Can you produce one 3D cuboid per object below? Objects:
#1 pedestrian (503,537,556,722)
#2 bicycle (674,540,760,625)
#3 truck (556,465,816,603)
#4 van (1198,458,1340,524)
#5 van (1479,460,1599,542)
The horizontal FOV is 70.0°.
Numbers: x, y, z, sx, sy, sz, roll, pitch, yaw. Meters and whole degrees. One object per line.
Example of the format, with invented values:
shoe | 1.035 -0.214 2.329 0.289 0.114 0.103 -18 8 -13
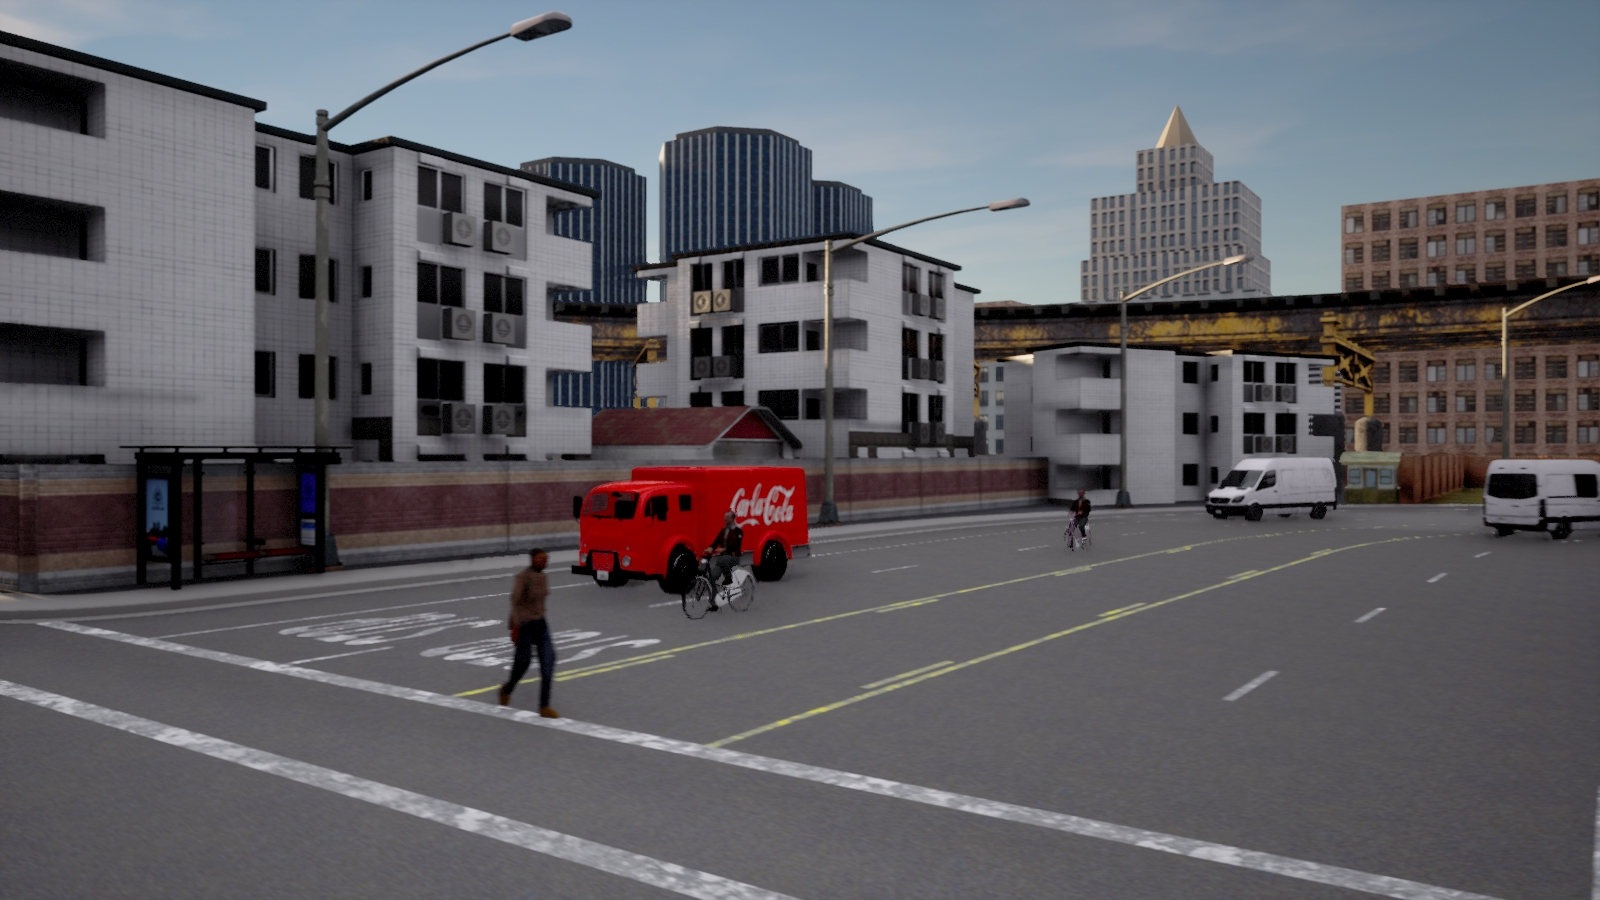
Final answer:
pedestrian | -2.835 1.858 11.985 0.375 1.860 0.375 0 0 35
bicycle | -1.373 2.191 19.171 0.329 1.251 1.835 0 0 36
truck | -2.235 1.592 23.908 2.627 2.467 5.204 0 0 36
van | 19.315 1.622 46.966 5.915 2.561 1.988 0 0 -27
van | 25.378 1.622 38.087 5.915 2.561 1.988 0 0 -29
